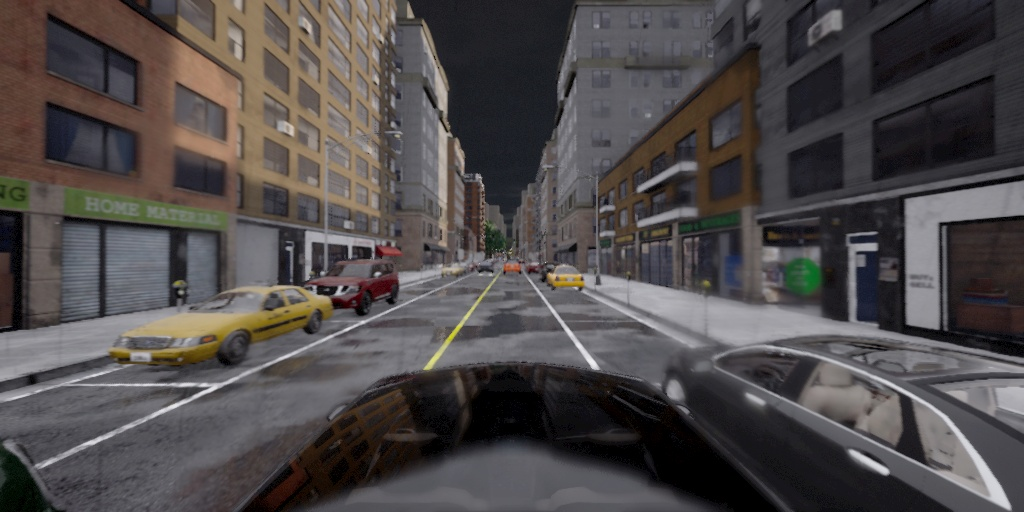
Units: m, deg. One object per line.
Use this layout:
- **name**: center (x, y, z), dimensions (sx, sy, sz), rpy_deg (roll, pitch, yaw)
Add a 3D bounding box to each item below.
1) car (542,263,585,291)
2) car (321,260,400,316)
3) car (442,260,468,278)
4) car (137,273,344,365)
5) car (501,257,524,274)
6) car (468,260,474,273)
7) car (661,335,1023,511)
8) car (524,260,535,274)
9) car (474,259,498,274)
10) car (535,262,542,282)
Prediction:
- **car**: center (3.154, 1.233, 22.015), dimensions (1.801, 1.575, 5.366), rpy_deg (0, 0, 0)
- **car**: center (-5.855, 1.079, 13.731), dimensions (2.192, 1.841, 5.009), rpy_deg (0, 0, 0)
- **car**: center (-5.851, 1.326, 35.533), dimensions (1.751, 1.417, 4.829), rpy_deg (0, 0, 0)
- **car**: center (-5.855, 1.283, 8.069), dimensions (1.751, 1.417, 4.829), rpy_deg (0, 0, 0)
- **car**: center (0.042, 1.167, 42.983), dimensions (2.097, 1.767, 4.553), rpy_deg (0, 0, 0)
- **car**: center (-5.850, 1.362, 41.195), dimensions (2.007, 1.370, 4.403), rpy_deg (0, 0, 0)
- **car**: center (2.675, 1.301, 2.764), dimensions (2.007, 1.370, 4.403), rpy_deg (0, 0, 0)
- **car**: center (2.678, 1.357, 41.203), dimensions (1.888, 1.381, 4.507), rpy_deg (0, 0, 0)
- **car**: center (-3.088, 1.365, 43.419), dimensions (2.033, 1.411, 5.357), rpy_deg (0, 0, 0)
- **car**: center (3.151, 1.291, 28.824), dimensions (1.837, 1.490, 4.892), rpy_deg (0, 0, 0)
